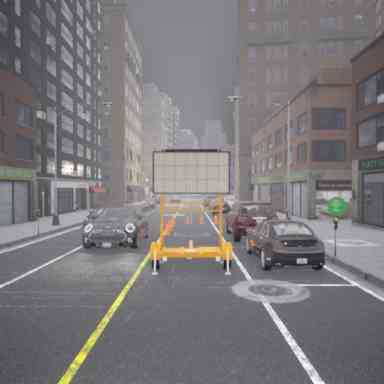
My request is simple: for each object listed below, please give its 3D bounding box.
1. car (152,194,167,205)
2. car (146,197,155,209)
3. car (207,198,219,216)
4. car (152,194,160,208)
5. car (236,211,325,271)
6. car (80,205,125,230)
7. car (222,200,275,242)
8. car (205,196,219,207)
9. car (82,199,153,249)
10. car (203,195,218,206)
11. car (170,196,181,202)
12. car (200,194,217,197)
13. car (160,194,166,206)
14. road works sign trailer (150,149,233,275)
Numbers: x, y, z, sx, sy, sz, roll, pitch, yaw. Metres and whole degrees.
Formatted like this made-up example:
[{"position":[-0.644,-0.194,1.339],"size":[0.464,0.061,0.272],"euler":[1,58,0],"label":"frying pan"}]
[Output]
[{"position":[-5.784,1.278,60.304],"size":[2.192,1.841,5.009],"euler":[-1,0,0],"label":"car"},{"position":[-5.742,1.568,38.273],"size":[1.802,1.307,4.206],"euler":[-1,0,0],"label":"car"},{"position":[2.792,1.556,32.793],"size":[1.947,1.339,4.313],"euler":[-1,0,0],"label":"car"},{"position":[-5.753,1.421,43.781],"size":[1.967,1.590,4.097],"euler":[-1,0,0],"label":"car"},{"position":[2.831,1.548,10.768],"size":[2.008,1.369,4.403],"euler":[-1,0,0],"label":"car"},{"position":[-5.713,1.577,21.750],"size":[1.802,1.307,4.206],"euler":[-1,0,0],"label":"car"},{"position":[2.819,1.312,16.274],"size":[2.192,1.841,5.009],"euler":[-1,0,0],"label":"car"},{"position":[2.783,1.511,38.469],"size":[1.752,1.417,4.829],"euler":[-1,0,0],"label":"car"},{"position":[-3.128,1.349,14.443],"size":[2.097,1.767,4.553],"euler":[0,0,0],"label":"car"},{"position":[2.764,1.542,49.312],"size":[1.947,1.339,4.313],"euler":[-1,0,0],"label":"car"},{"position":[-3.128,1.438,63.178],"size":[1.882,1.535,5.008],"euler":[0,0,0],"label":"car"},{"position":[2.754,1.536,54.819],"size":[1.947,1.339,4.313],"euler":[-1,0,0],"label":"car"},{"position":[-5.774,1.285,54.796],"size":[2.192,1.841,5.009],"euler":[-1,0,0],"label":"car"},{"position":[-0.019,0.462,10.444],"size":[2.380,3.560,2.880],"euler":[0,0,0],"label":"road works sign trailer"}]
